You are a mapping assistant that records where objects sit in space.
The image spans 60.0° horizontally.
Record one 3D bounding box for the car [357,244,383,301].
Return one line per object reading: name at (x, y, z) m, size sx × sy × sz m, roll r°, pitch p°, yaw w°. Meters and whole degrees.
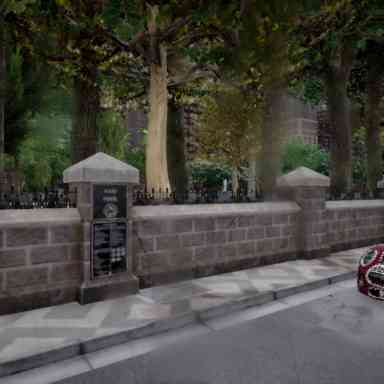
car at (5.625, 1.352, 7.295) m, size 4.553 × 1.767 × 2.097 m, roll 0°, pitch 0°, yaw -36°
